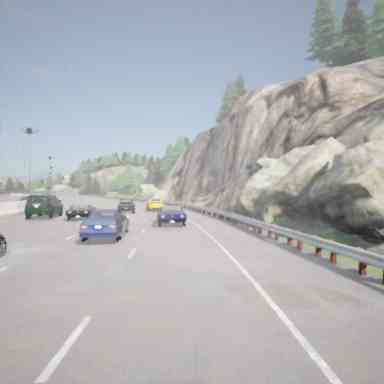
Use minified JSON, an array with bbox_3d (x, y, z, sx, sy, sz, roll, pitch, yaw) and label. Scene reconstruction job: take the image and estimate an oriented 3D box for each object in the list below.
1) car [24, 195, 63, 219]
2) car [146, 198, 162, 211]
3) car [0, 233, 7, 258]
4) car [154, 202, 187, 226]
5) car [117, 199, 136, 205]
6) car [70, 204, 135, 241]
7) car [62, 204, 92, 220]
[{"bbox_3d":[-13.002,1.259,29.475,2.150,2.045,5.566,0,0,-9],"label":"car"},{"bbox_3d":[-4.682,1.500,41.469,1.882,1.535,5.008,0,0,-12],"label":"car"},{"bbox_3d":[-7.297,1.545,9.737,1.812,1.442,4.674,0,0,-3],"label":"car"},{"bbox_3d":[-1.521,1.611,23.470,1.895,1.301,4.718,0,0,-7],"label":"car"},{"bbox_3d":[-7.364,1.519,37.263,2.128,1.511,4.902,0,0,-11],"label":"car"},{"bbox_3d":[-4.291,1.562,16.841,2.033,1.411,5.357,0,0,-6],"label":"car"},{"bbox_3d":[-9.260,1.629,28.228,1.895,1.301,4.718,0,0,-9],"label":"car"}]
